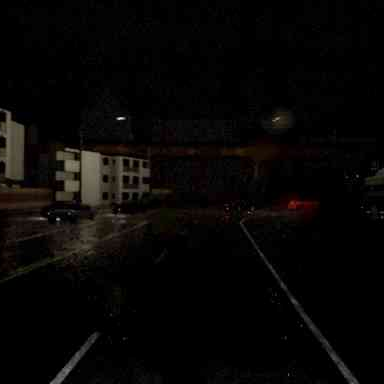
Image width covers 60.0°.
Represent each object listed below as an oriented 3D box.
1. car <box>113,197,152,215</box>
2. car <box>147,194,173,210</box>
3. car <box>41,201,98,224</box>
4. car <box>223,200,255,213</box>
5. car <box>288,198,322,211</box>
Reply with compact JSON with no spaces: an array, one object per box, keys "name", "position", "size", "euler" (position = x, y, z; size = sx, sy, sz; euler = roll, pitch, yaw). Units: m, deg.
[{"name":"car","position":[-6.304,1.545,34.272],"size":[1.994,1.385,4.181],"euler":[1,0,23]},{"name":"car","position":[-4.818,1.251,44.150],"size":[2.150,2.045,5.566],"euler":[1,0,38]},{"name":"car","position":[-8.676,1.524,24.395],"size":[1.895,1.301,4.718],"euler":[1,0,7]},{"name":"car","position":[5.707,1.680,39.930],"size":[1.837,1.490,4.892],"euler":[1,0,42]},{"name":"car","position":[15.737,1.690,46.201],"size":[4.553,1.767,2.097],"euler":[1,0,-21]}]
